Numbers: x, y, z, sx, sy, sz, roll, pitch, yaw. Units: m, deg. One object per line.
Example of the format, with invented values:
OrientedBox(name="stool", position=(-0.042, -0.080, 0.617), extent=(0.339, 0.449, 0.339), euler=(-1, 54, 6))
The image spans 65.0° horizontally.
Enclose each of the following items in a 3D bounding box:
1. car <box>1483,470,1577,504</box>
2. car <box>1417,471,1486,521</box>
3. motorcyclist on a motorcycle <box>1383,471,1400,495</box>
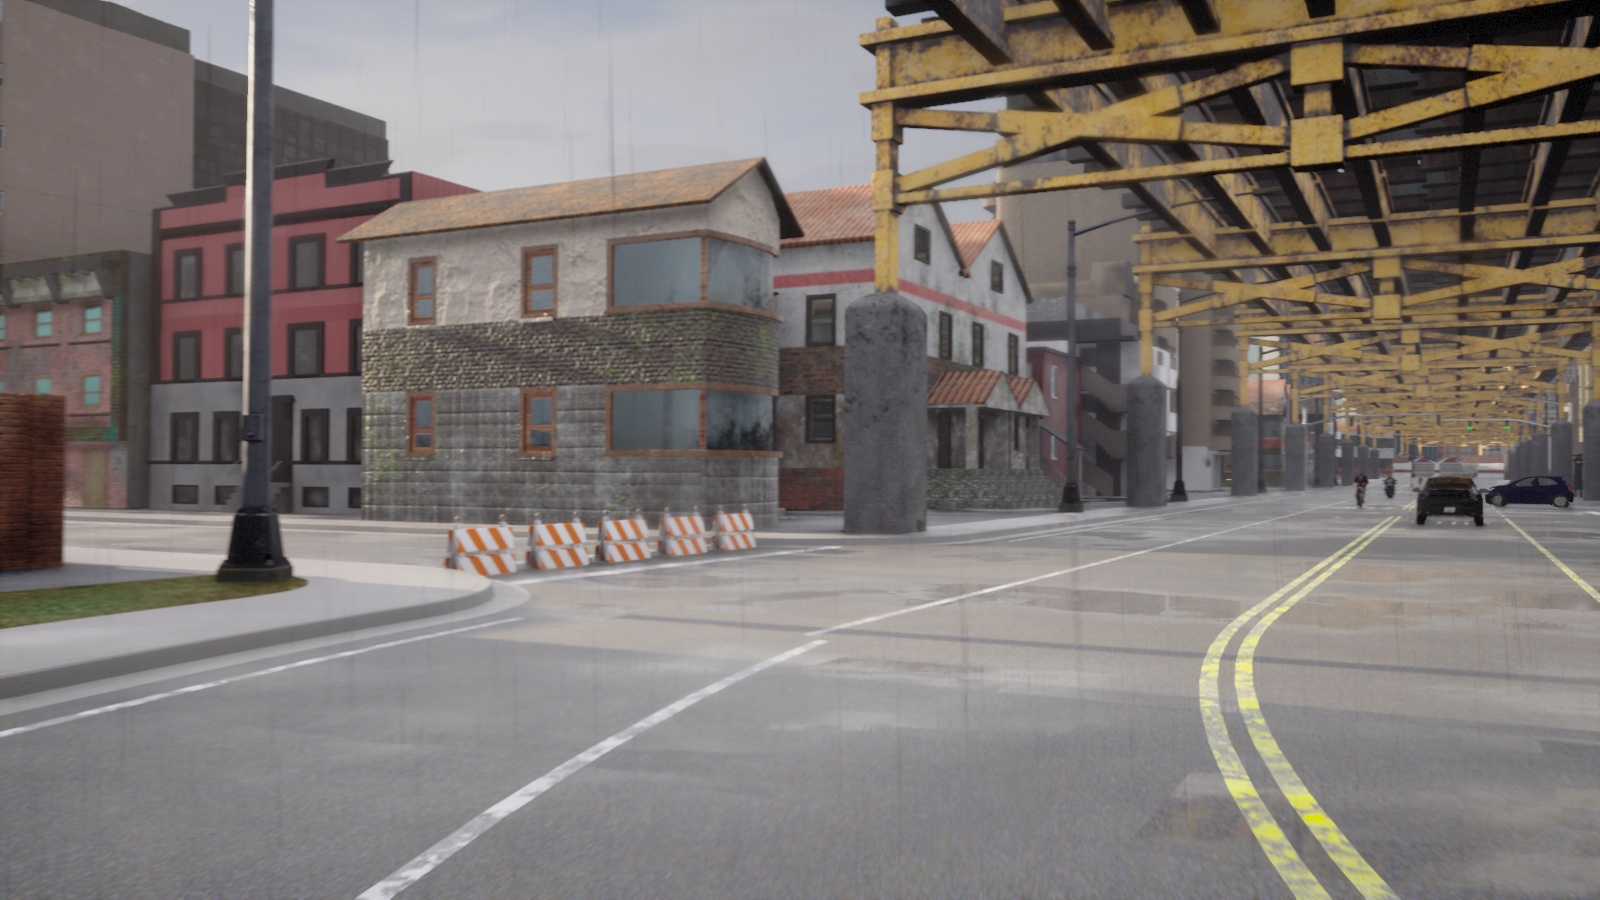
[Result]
OrientedBox(name="car", position=(34.166, 1.716, 58.791), extent=(3.633, 1.501, 1.845), euler=(-1, -1, 35))
OrientedBox(name="car", position=(20.878, 1.434, 40.242), extent=(1.837, 1.490, 4.892), euler=(-1, -1, 28))
OrientedBox(name="motorcyclist on a motorcycle", position=(37.648, 2.081, 79.876), extent=(0.866, 1.530, 2.191), euler=(-1, -1, 28))
